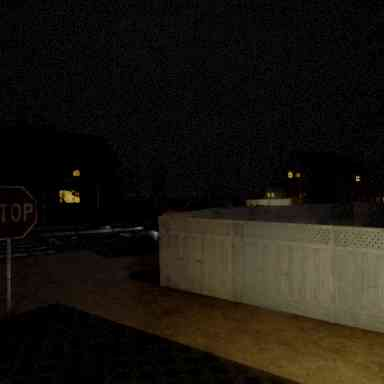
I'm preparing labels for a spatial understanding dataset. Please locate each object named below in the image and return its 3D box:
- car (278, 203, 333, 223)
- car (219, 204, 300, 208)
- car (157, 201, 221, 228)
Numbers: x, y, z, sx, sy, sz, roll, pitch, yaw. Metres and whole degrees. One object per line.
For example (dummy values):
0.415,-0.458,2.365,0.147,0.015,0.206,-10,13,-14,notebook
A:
9.062,1.587,26.424,4.181,1.385,1.994,0,-1,-34,car
4.374,1.488,19.890,4.902,1.511,2.128,0,-1,-34,car
0.111,1.379,20.393,4.553,1.767,2.097,0,-1,-34,car
